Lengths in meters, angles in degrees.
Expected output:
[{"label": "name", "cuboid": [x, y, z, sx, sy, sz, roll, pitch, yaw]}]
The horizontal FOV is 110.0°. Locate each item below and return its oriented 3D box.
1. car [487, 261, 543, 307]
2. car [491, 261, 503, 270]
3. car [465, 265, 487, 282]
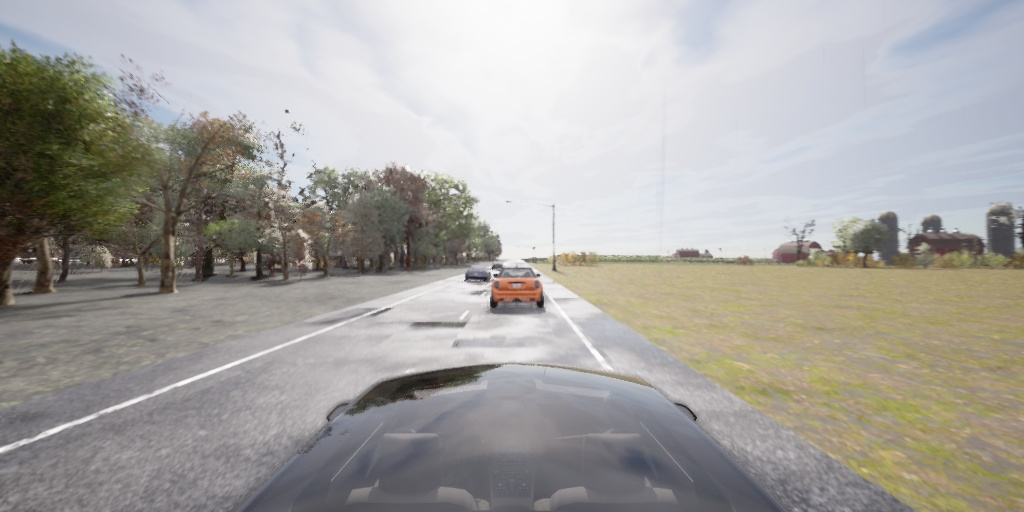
[{"label": "car", "cuboid": [0.225, 1.193, 16.096, 2.097, 1.767, 4.553, 0, 0, 1]}, {"label": "car", "cuboid": [-2.528, 1.650, 62.712, 1.812, 1.442, 4.674, 0, -1, 1]}, {"label": "car", "cuboid": [-3.015, 1.513, 32.135, 1.994, 1.385, 4.181, 0, 0, 1]}]
